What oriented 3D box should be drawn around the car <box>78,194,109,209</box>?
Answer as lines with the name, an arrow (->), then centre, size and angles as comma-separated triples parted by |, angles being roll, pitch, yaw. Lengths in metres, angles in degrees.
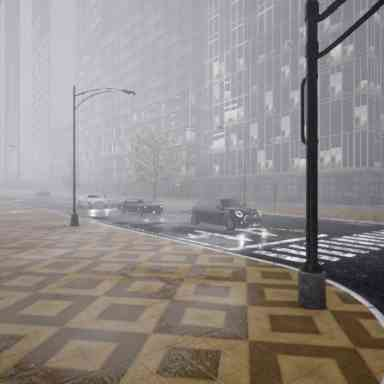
car -> -10.501, 0.910, 34.966 | 1.812, 1.442, 4.674 | 0, 1, -38

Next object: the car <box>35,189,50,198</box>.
car -> -28.602, 0.236, 63.592 | 1.882, 1.535, 5.008 | 0, 1, -38

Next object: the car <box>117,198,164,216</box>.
car -> -4.254, 1.171, 27.019 | 1.895, 1.301, 4.718 | 0, 1, -38

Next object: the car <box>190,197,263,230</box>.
car -> 1.906, 1.104, 19.216 | 2.097, 1.767, 4.553 | 0, 1, -38
